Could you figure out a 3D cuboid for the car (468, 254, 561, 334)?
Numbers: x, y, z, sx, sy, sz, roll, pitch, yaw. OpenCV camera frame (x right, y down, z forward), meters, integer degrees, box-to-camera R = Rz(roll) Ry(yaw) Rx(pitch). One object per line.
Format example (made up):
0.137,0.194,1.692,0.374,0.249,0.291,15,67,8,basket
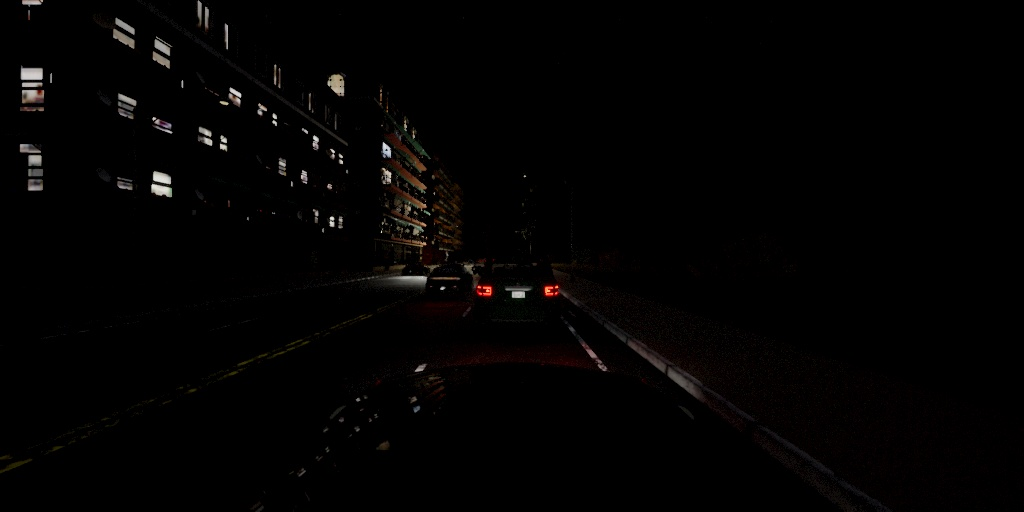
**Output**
0.110,0.973,10.827,2.150,2.045,5.566,0,0,-1,car

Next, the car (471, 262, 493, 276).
-3.124,1.355,38.115,1.895,1.301,4.718,0,0,0,car

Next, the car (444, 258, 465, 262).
-6.576,1.245,37.549,2.128,1.511,4.902,0,0,0,car

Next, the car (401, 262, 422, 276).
-9.828,1.318,36.679,1.994,1.385,4.181,0,0,0,car

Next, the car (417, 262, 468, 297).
-3.138,1.245,18.735,2.128,1.511,4.902,0,0,0,car
